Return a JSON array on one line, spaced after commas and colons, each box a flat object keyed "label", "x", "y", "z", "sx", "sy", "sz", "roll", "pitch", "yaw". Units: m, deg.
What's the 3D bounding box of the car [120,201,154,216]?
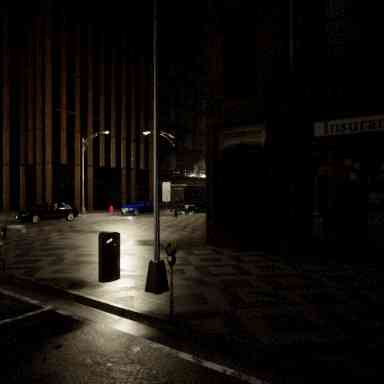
[{"label": "car", "x": -5.230, "y": 1.626, "z": 34.169, "sx": 1.812, "sy": 1.442, "sz": 4.674, "roll": 0, "pitch": 0, "yaw": 36}]

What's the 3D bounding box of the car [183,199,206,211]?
[{"label": "car", "x": 0.785, "y": 1.628, "z": 42.648, "sx": 2.128, "sy": 1.511, "sz": 4.902, "roll": 0, "pitch": 0, "yaw": 35}]

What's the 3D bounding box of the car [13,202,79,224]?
[{"label": "car", "x": -11.163, "y": 1.568, "z": 25.776, "sx": 1.837, "sy": 1.490, "sz": 4.892, "roll": 0, "pitch": 0, "yaw": 35}]
